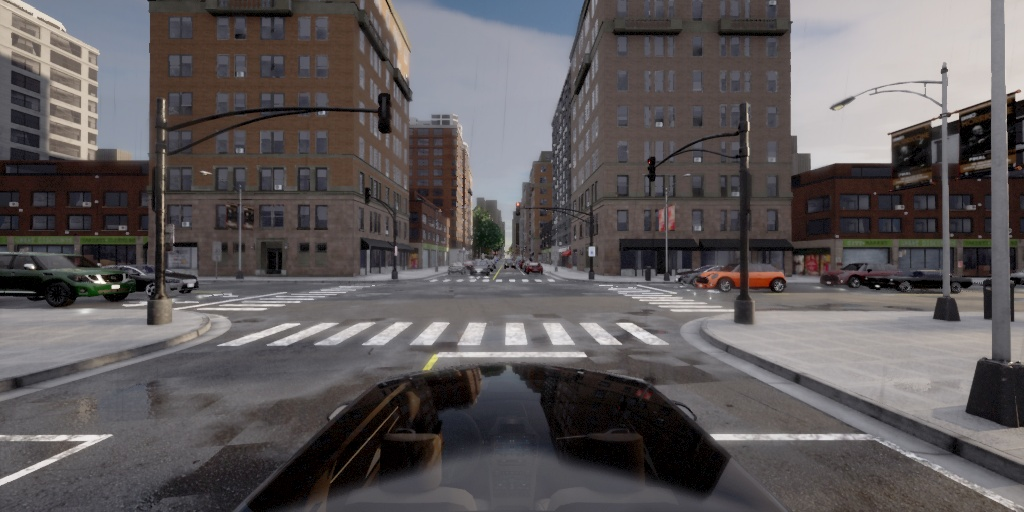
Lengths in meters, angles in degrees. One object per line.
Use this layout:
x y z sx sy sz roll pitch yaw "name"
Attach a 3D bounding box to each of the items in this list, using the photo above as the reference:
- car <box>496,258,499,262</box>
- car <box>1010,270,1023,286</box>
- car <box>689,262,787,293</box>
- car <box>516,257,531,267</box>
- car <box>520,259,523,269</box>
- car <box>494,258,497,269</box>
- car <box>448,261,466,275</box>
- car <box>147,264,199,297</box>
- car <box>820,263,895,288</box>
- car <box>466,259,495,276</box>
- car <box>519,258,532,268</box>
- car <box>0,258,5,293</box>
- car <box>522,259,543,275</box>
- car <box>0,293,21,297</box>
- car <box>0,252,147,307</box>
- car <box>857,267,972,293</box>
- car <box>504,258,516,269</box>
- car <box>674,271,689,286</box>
-3.485 1.322 57.784 1.837 1.490 4.892 0 0 0 "car"
36.674 1.462 24.583 4.892 1.490 1.837 0 0 0 "car"
13.392 1.180 21.170 4.553 1.767 2.097 0 0 0 "car"
2.275 1.128 56.467 2.192 1.841 5.009 0 0 -1 "car"
2.400 1.355 45.454 1.948 1.339 4.313 0 0 -1 "car"
-3.374 1.340 47.403 2.033 1.411 5.357 0 0 -1 "car"
-6.062 1.329 39.854 2.007 1.370 4.403 0 0 -1 "car"
-18.124 1.156 17.469 4.902 1.511 2.128 0 0 -1 "car"
23.874 1.253 24.500 4.553 1.767 2.097 0 0 0 "car"
-3.266 1.268 37.599 2.128 1.511 4.902 0 0 0 "car"
2.335 1.325 51.131 1.751 1.417 4.829 0 0 -1 "car"
-28.382 0.978 17.397 4.553 1.767 2.097 0 0 -1 "car"
2.463 1.324 39.947 1.888 1.381 4.507 0 0 -1 "car"
-5.855 1.190 1.494 1.967 1.591 4.097 0 0 0 "car"
-18.473 0.859 14.224 5.566 2.045 2.150 0 0 0 "car"
23.847 1.476 21.250 4.718 1.301 1.895 0 0 -1 "car"
-0.333 1.423 59.980 1.895 1.301 4.718 0 0 -1 "car"
13.692 1.347 24.438 4.902 1.511 2.128 0 0 0 "car"
